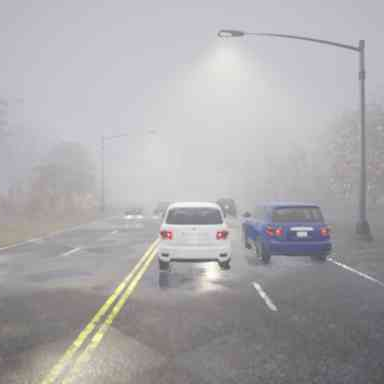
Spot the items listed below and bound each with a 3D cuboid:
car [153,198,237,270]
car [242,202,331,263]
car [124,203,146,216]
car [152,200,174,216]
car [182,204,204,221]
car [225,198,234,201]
[{"bbox_3d":[0.080,1.370,11.768,2.150,2.045,5.566,0,0,0],"label":"car"},{"bbox_3d":[3.338,1.377,12.724,2.150,2.045,5.566,0,0,0],"label":"car"},{"bbox_3d":[-6.579,2.000,38.721,1.994,1.385,4.181,0,-1,0],"label":"car"},{"bbox_3d":[-3.329,1.788,38.725,2.097,1.767,4.553,0,-1,0],"label":"car"},{"bbox_3d":[0.108,1.927,32.568,2.033,1.411,5.357,0,-1,0],"label":"car"},{"bbox_3d":[3.357,1.623,34.983,2.150,2.045,5.566,0,0,0],"label":"car"}]
